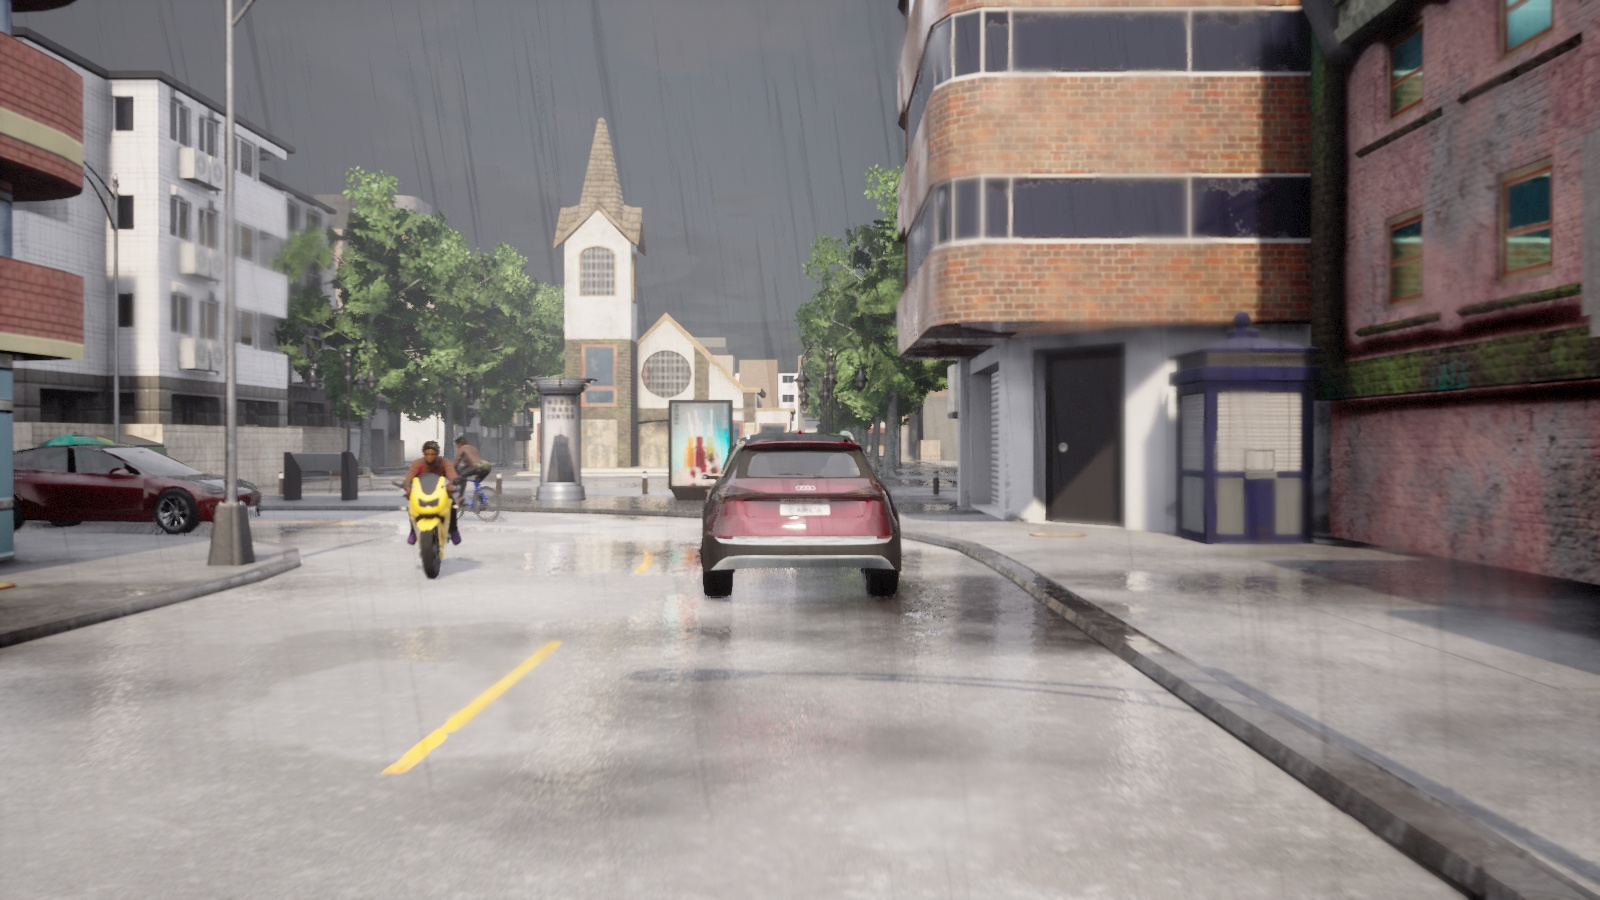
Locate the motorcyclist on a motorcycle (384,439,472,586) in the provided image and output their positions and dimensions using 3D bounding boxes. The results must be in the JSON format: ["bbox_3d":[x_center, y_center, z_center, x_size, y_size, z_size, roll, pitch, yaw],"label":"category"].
[{"bbox_3d":[-4.180,0.645,14.246,0.797,1.523,2.044,-2,1,-13],"label":"motorcyclist on a motorcycle"}]

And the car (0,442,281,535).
[{"bbox_3d":[-11.723,0.616,21.500,4.792,1.488,2.163,0,0,3],"label":"car"}]

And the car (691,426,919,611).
[{"bbox_3d":[-0.088,0.600,13.661,2.033,1.649,4.856,0,0,-3],"label":"car"}]

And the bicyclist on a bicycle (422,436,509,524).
[{"bbox_3d":[-6.379,0.562,23.901,1.656,1.620,0.582,0,2,31],"label":"bicyclist on a bicycle"}]
